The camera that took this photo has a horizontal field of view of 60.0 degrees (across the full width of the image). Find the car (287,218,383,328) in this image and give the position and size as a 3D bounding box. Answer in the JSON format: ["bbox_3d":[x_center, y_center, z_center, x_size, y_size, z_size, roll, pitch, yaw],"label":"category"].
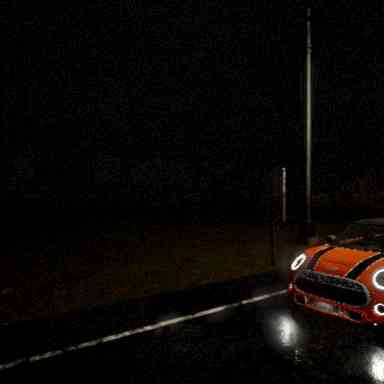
[{"bbox_3d":[4.067,1.368,6.987,4.553,1.767,2.097,0,0,-36],"label":"car"}]
